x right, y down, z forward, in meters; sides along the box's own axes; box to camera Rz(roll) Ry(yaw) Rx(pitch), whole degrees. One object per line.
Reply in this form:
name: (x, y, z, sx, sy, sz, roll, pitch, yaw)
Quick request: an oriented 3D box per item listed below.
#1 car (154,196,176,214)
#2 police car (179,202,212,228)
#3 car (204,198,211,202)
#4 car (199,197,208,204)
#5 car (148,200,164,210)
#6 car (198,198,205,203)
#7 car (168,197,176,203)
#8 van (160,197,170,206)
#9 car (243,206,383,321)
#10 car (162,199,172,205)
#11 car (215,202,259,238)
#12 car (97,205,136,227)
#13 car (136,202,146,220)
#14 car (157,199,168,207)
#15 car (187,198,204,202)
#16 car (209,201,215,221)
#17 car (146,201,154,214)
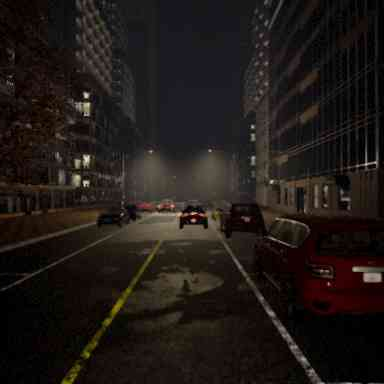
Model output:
car: (-3.073, 1.718, 41.085, 2.097, 1.767, 4.553, 0, 0, 0)
police car: (0.110, 1.727, 24.224, 2.038, 1.542, 4.974, 0, 0, 0)
car: (2.720, 2.081, 58.583, 1.947, 1.339, 4.313, 0, 0, 0)
car: (2.732, 2.142, 81.350, 1.967, 1.590, 4.097, 0, 0, 0)
car: (-5.663, 2.018, 52.908, 2.008, 1.369, 4.403, 0, 0, 0)
car: (2.736, 2.375, 92.733, 1.802, 1.307, 4.206, 0, 0, 0)
car: (-5.644, 2.232, 92.752, 1.967, 1.590, 4.097, 0, 0, 0)
van: (-5.654, 1.950, 69.986, 1.690, 1.788, 3.998, 0, 0, 0)
car: (2.697, 1.384, 7.358, 2.192, 1.841, 5.009, 0, -1, 0)
car: (-5.652, 2.237, 75.676, 1.802, 1.307, 4.206, 0, 0, 0)
car: (2.703, 1.488, 18.742, 2.192, 1.841, 5.009, 0, -1, 0)
car: (-5.676, 1.774, 24.448, 2.008, 1.369, 4.403, 0, -1, 0)
car: (-5.674, 1.839, 30.140, 1.947, 1.339, 4.313, 0, -1, 0)
car: (-5.658, 2.107, 64.292, 1.887, 1.381, 4.507, 0, 0, 0)
car: (0.119, 1.721, 41.247, 2.097, 1.767, 4.553, 0, -1, 0)
car: (2.707, 1.800, 30.293, 1.752, 1.417, 4.829, 0, 0, 0)
car: (-5.668, 1.953, 41.522, 1.802, 1.307, 4.206, 0, 0, 0)
